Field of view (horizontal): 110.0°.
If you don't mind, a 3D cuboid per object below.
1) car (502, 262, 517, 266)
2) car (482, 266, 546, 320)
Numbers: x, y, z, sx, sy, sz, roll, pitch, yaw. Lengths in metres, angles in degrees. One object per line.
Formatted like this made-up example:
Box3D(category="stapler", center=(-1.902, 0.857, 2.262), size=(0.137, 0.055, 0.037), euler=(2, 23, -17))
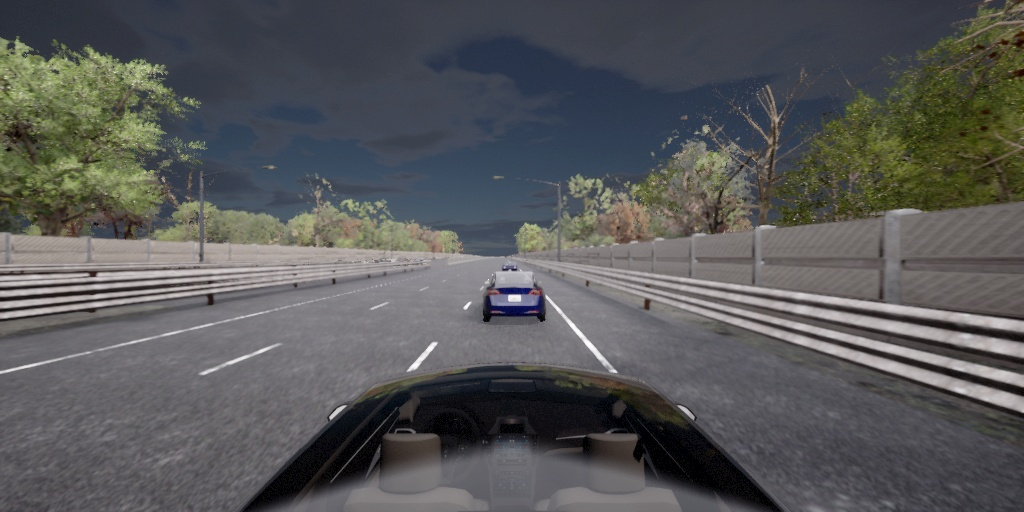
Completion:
Box3D(category="car", center=(-0.287, 1.338, 43.521), size=(1.895, 1.301, 4.718), euler=(0, 0, -1))
Box3D(category="car", center=(0.064, 1.249, 12.559), size=(2.163, 1.488, 4.792), euler=(0, 0, 0))
